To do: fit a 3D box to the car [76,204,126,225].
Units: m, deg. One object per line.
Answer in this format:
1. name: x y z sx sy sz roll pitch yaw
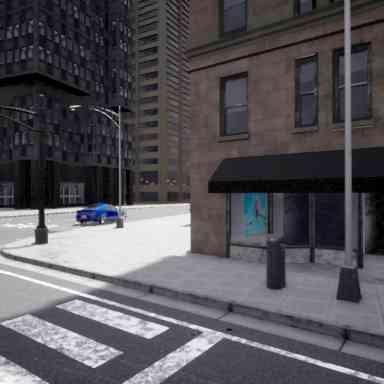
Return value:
1. car: -6.937 1.659 26.004 1.882 1.535 5.008 0 -1 18
